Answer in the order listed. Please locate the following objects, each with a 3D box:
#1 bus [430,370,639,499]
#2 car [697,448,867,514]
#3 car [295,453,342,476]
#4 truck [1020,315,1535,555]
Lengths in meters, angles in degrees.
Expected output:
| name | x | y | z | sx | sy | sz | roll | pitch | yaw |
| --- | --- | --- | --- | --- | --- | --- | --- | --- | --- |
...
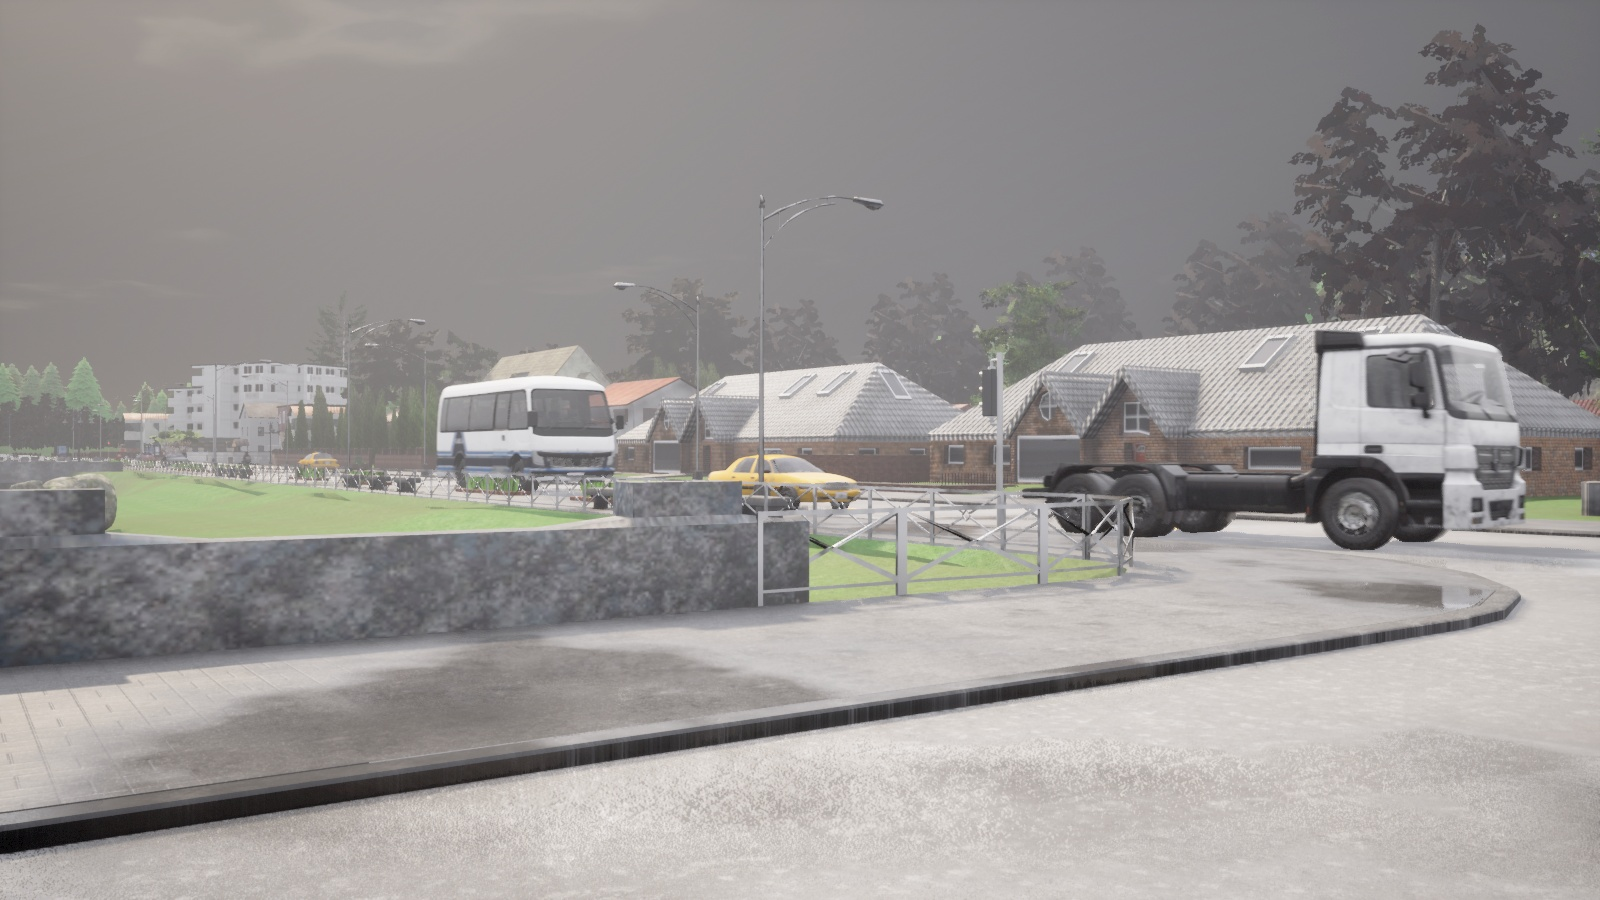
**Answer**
| name | x | y | z | sx | sy | sz | roll | pitch | yaw |
| --- | --- | --- | --- | --- | --- | --- | --- | --- | --- |
| bus | -10.179 | -0.495 | 46.864 | 3.944 | 4.253 | 10.273 | 0 | 0 | -35 |
| car | -0.595 | 0.768 | 33.103 | 1.801 | 1.575 | 5.366 | 0 | 0 | -35 |
| car | -33.570 | 0.969 | 87.456 | 1.801 | 1.575 | 5.366 | 0 | 0 | -35 |
| truck | 7.973 | -0.200 | 21.948 | 2.891 | 3.462 | 7.936 | 0 | 0 | -44 |
